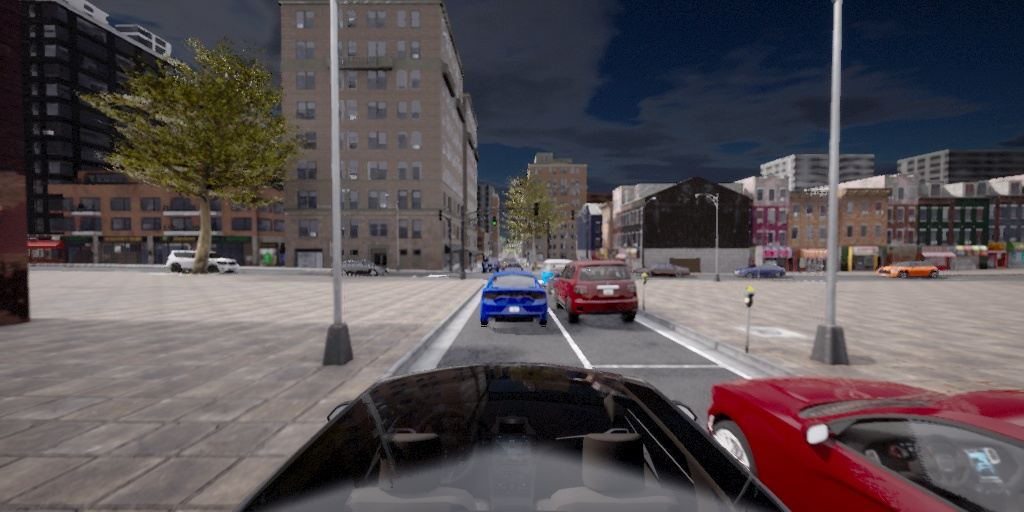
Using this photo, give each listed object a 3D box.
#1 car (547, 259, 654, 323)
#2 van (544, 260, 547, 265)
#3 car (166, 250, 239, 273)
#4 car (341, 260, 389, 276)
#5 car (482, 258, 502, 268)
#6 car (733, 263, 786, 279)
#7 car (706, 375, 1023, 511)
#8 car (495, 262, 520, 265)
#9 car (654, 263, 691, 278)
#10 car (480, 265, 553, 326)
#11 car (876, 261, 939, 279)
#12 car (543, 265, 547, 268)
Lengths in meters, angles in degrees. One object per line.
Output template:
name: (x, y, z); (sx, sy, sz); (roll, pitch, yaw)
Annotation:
car: (2.635, 1.059, 12.074); (2.192, 1.841, 5.009); (0, 0, 0)
van: (2.633, 1.088, 20.380); (1.690, 1.789, 3.998); (0, 0, 0)
car: (-28.290, 0.556, 32.868); (5.566, 2.045, 2.150); (2, 2, 0)
car: (-13.790, 1.100, 32.888); (4.902, 1.511, 2.128); (1, 2, 0)
car: (-2.819, 1.227, 48.719); (2.150, 2.045, 5.566); (0, -1, 1)
car: (24.737, 1.461, 35.876); (4.674, 1.442, 1.812); (0, 2, 0)
car: (2.637, 1.295, 1.495); (1.888, 1.381, 4.507); (0, 0, 0)
car: (0.095, 1.311, 23.503); (1.994, 1.385, 4.181); (0, 0, 0)
car: (14.914, 1.405, 35.870); (5.357, 1.411, 2.033); (0, 2, 0)
car: (0.035, 1.222, 11.684); (1.882, 1.535, 5.008); (0, 0, -1)
car: (39.459, 1.314, 35.861); (4.553, 1.767, 2.097); (0, 2, 0)
car: (2.634, 1.296, 17.059); (2.007, 1.370, 4.403); (0, 0, 0)
